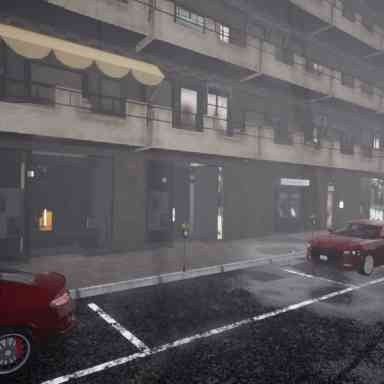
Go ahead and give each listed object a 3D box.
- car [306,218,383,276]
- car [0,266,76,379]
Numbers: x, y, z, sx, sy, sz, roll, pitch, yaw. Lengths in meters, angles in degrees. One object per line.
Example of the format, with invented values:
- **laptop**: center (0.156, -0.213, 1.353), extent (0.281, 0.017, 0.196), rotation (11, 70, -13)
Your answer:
- **car**: center (5.436, 1.548, 10.401), extent (4.507, 1.381, 1.887), rotation (0, 1, -35)
- **car**: center (-3.607, 1.582, 3.973), extent (4.206, 1.307, 1.802), rotation (0, 1, -35)
